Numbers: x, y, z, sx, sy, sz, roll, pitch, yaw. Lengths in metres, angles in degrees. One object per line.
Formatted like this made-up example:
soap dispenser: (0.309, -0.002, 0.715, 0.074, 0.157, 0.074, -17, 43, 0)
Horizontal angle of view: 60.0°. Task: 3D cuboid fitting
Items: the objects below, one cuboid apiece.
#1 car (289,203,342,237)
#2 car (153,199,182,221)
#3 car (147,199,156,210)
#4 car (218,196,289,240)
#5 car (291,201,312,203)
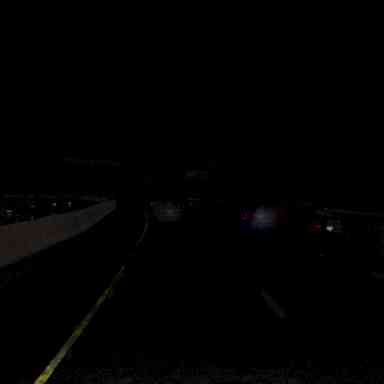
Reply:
car: (6.213, 1.517, 17.813, 1.812, 1.442, 4.674, 0, 0, -5)
car: (-1.957, 1.560, 27.663, 1.994, 1.385, 4.181, 0, 0, -8)
car: (-4.656, 1.597, 42.780, 1.895, 1.301, 4.718, 0, 0, -13)
car: (2.777, 1.216, 17.127, 2.150, 2.045, 5.566, 0, 0, -5)
car: (8.744, 1.465, 26.947, 1.882, 1.535, 5.008, 0, 0, -7)
